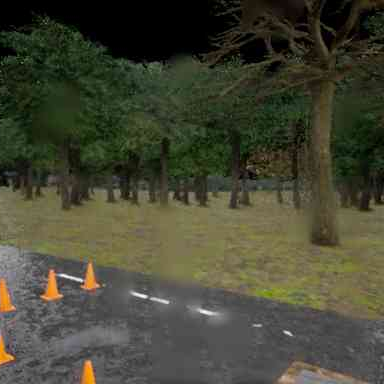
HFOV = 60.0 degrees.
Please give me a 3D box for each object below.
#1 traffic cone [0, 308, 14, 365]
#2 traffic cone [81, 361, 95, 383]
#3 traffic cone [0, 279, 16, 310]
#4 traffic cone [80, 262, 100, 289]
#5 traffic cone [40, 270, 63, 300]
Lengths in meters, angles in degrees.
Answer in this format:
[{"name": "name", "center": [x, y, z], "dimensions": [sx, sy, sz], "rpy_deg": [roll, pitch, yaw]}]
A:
[{"name": "traffic cone", "center": [-2.647, 1.981, 4.490], "dimensions": [0.340, 0.580, 0.340], "rpy_deg": [0, -1, 36]}, {"name": "traffic cone", "center": [-1.035, 1.980, 3.306], "dimensions": [0.340, 0.580, 0.340], "rpy_deg": [0, -1, 36]}, {"name": "traffic cone", "center": [-3.667, 1.991, 6.480], "dimensions": [0.340, 0.580, 0.340], "rpy_deg": [0, -1, 36]}, {"name": "traffic cone", "center": [-2.483, 2.011, 8.092], "dimensions": [0.340, 0.580, 0.340], "rpy_deg": [0, -1, 36]}, {"name": "traffic cone", "center": [-3.075, 2.001, 7.286], "dimensions": [0.340, 0.580, 0.340], "rpy_deg": [0, -1, 36]}]
